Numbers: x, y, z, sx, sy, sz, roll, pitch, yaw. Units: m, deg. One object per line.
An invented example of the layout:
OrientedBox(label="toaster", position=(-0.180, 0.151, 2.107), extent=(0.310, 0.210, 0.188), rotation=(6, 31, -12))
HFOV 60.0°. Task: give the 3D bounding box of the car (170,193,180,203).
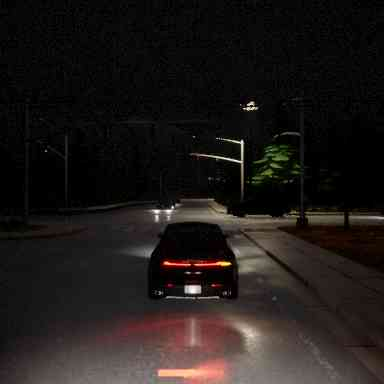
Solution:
OrientedBox(label="car", position=(-3.560, 1.221, 65.434), extent=(2.150, 2.045, 5.566), rotation=(0, 0, 1))

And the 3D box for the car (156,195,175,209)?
OrientedBox(label="car", position=(-3.683, 1.505, 44.355), extent=(1.837, 1.490, 4.892), rotation=(0, 0, 0))

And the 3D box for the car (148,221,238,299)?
OrientedBox(label="car", position=(0.031, 1.501, 8.416), extent=(1.837, 1.490, 4.892), rotation=(0, 0, 0))

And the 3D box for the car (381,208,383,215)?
OrientedBox(label="car", position=(19.185, 1.588, 29.504), extent=(4.181, 1.385, 1.994), rotation=(0, 0, 1))

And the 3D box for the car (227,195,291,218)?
OrientedBox(label="car", position=(5.936, 1.246, 29.719), extent=(5.566, 2.045, 2.150), rotation=(0, 0, 1))

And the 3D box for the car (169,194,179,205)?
OrientedBox(label="car", position=(-3.686, 1.547, 54.802), extent=(2.033, 1.411, 5.357), rotation=(0, 0, 0))
